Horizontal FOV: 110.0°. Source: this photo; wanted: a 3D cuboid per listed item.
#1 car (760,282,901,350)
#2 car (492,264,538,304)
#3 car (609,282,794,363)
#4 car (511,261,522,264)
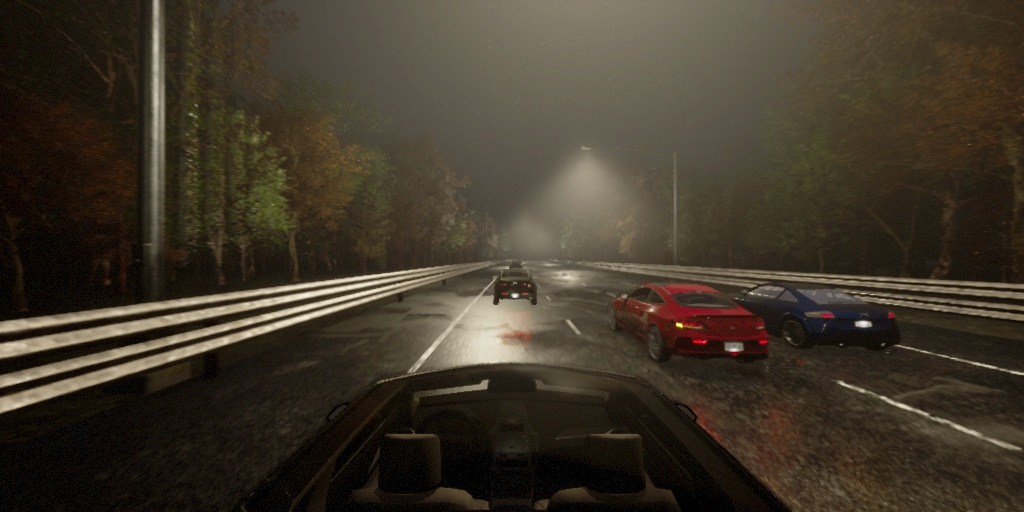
[{"bbox_3d":[7.108,1.356,9.251,1.994,1.385,4.181,0,0,0],"label":"car"},{"bbox_3d":[0.141,1.326,16.772,1.837,1.490,4.892,0,0,0],"label":"car"},{"bbox_3d":[3.603,1.309,8.112,1.812,1.442,4.674,0,0,0],"label":"car"},{"bbox_3d":[0.603,1.480,49.748,1.837,1.490,4.892,0,0,1],"label":"car"}]
